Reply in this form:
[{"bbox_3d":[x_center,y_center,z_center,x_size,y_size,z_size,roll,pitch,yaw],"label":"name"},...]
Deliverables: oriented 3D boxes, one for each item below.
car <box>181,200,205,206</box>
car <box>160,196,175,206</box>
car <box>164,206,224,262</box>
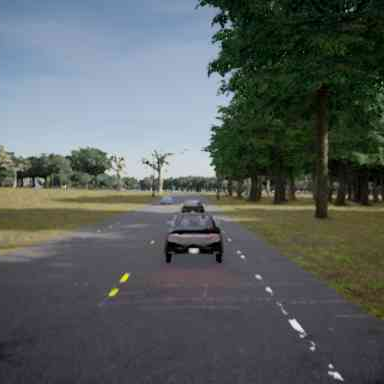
[{"bbox_3d":[0.073,1.409,28.566,1.882,1.535,5.008,0,0,0],"label":"car"},{"bbox_3d":[-3.587,1.274,48.823,1.812,1.442,4.674,0,1,0],"label":"car"},{"bbox_3d":[0.068,1.485,12.087,2.128,1.511,4.902,0,0,0],"label":"car"}]
